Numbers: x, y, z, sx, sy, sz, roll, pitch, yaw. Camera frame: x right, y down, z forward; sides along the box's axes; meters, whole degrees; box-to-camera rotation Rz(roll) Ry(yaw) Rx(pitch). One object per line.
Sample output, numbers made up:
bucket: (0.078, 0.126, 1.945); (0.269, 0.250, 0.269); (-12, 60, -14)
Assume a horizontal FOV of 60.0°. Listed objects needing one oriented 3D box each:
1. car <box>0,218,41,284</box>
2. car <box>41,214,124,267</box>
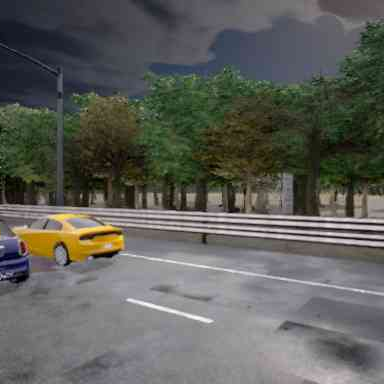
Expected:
car: (-6.144, 1.380, 8.457); (4.553, 1.767, 2.097); (0, 0, 36)
car: (-4.566, 1.509, 11.635); (5.008, 1.535, 1.882); (0, 0, 36)
